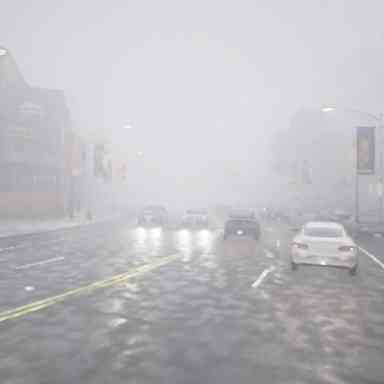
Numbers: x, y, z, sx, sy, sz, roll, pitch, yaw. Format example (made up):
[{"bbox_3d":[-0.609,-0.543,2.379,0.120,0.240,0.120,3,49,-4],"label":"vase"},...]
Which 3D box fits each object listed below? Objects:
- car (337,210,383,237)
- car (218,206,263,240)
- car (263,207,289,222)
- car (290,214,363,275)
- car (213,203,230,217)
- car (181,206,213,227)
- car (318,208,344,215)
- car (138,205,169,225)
[{"bbox_3d":[9.810,1.923,18.811,1.895,1.301,4.718,0,-1,14],"label":"car"},{"bbox_3d":[2.863,1.757,18.655,1.837,1.490,4.892,1,-1,13],"label":"car"},{"bbox_3d":[7.432,2.047,30.944,1.895,1.301,4.718,1,-1,-2],"label":"car"},{"bbox_3d":[4.380,1.706,11.210,1.812,1.442,4.674,1,-1,21],"label":"car"},{"bbox_3d":[3.221,1.982,37.411,1.837,1.490,4.892,1,-1,-9],"label":"car"},{"bbox_3d":[0.347,1.907,25.478,1.895,1.301,4.718,1,-1,5],"label":"car"},{"bbox_3d":[10.419,1.921,24.510,2.002,1.452,4.674,1,-1,4],"label":"car"},{"bbox_3d":[-3.025,1.779,26.732,2.128,1.511,4.902,1,-1,3],"label":"car"}]
